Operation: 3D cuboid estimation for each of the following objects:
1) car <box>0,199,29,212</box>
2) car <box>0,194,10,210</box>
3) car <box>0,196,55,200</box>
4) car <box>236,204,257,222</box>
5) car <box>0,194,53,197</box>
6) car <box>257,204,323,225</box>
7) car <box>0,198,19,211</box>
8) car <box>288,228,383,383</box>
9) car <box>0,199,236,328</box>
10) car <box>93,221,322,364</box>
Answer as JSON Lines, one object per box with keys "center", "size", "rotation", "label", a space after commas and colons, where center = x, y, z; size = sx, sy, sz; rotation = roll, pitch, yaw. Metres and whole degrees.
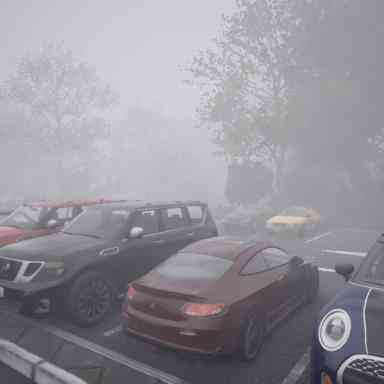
{"center": [-21.479, 1.536, 37.966], "size": [2.002, 1.452, 4.674], "rotation": [0, 0, 36], "label": "car"}
{"center": [-25.926, 1.255, 41.112], "size": [2.435, 2.045, 5.566], "rotation": [0, 0, 36], "label": "car"}
{"center": [-3.740, 1.232, 9.185], "size": [2.435, 2.045, 5.566], "rotation": [0, 0, 36], "label": "car"}
{"center": [3.581, 1.486, 20.072], "size": [2.231, 1.521, 4.892], "rotation": [0, 0, 36], "label": "car"}
{"center": [-16.962, 1.241, 34.707], "size": [2.435, 2.045, 5.566], "rotation": [0, 0, 36], "label": "car"}
{"center": [5.729, 1.481, 18.302], "size": [1.946, 1.575, 5.366], "rotation": [0, 0, 36], "label": "car"}
{"center": [-23.645, 1.501, 39.510], "size": [2.097, 1.535, 5.008], "rotation": [0, 0, 36], "label": "car"}
{"center": [3.137, 1.356, 4.345], "size": [2.185, 1.767, 4.553], "rotation": [0, 0, 36], "label": "car"}
{"center": [-1.459, 1.232, 7.556], "size": [2.435, 2.045, 5.566], "rotation": [0, 0, 36], "label": "car"}
{"center": [0.837, 1.522, 5.947], "size": [2.002, 1.452, 4.674], "rotation": [0, 0, 36], "label": "car"}
